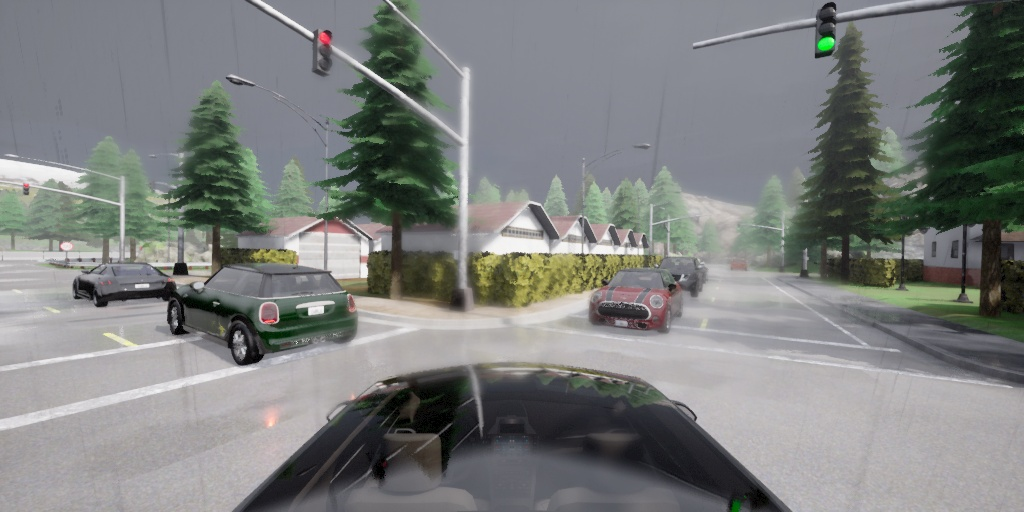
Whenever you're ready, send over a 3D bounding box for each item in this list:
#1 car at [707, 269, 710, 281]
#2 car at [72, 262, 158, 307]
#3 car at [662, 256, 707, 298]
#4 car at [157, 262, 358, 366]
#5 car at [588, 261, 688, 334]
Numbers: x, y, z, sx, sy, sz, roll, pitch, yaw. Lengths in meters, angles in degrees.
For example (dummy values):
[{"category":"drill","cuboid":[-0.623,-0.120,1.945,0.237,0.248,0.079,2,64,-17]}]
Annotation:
[{"category":"car","cuboid":[14.640,1.338,28.787,1.837,1.490,4.892,1,1,31]},{"category":"car","cuboid":[-14.104,0.911,13.045,4.181,1.385,1.994,2,1,31]},{"category":"car","cuboid":[9.342,1.048,20.036,2.150,2.045,5.566,1,1,31]},{"category":"car","cuboid":[-5.527,0.923,7.888,4.553,1.767,2.097,4,2,31]},{"category":"car","cuboid":[4.033,1.172,11.280,2.097,1.767,4.553,1,1,31]}]
